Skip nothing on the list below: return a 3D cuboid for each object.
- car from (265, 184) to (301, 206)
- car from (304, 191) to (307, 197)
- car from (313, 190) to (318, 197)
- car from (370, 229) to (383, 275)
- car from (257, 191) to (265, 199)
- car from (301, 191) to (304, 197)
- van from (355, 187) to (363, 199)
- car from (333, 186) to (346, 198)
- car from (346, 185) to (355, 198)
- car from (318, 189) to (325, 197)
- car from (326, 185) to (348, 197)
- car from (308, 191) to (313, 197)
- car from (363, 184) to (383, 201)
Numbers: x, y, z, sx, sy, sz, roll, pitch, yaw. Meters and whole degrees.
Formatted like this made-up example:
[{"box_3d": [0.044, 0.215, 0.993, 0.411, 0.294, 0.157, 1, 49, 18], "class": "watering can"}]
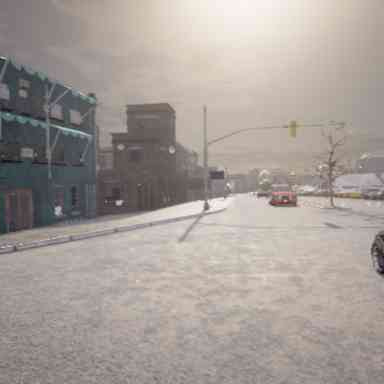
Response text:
[{"box_3d": [8.393, 0.319, 31.222, 2.150, 2.045, 5.566, -1, 2, 8], "class": "car"}, {"box_3d": [28.821, 0.266, 75.730, 5.008, 1.535, 2.097, 0, -1, -12], "class": "car"}, {"box_3d": [27.597, 0.066, 66.897, 4.553, 1.767, 2.185, 0, 0, -12], "class": "car"}, {"box_3d": [4.763, 1.143, 5.697, 1.994, 1.385, 4.181, -2, 3, 8], "class": "car"}, {"box_3d": [11.886, 0.398, 55.794, 1.895, 1.301, 4.718, -1, 0, 8], "class": "car"}, {"box_3d": [30.936, 0.510, 90.449, 5.008, 1.535, 2.097, 1, -1, -12], "class": "car"}, {"box_3d": [24.090, 0.011, 43.283, 4.442, 1.987, 1.878, 0, 1, -12], "class": "van"}, {"box_3d": [25.468, 0.185, 52.156, 5.008, 1.535, 2.097, 0, 1, -12], "class": "car"}, {"box_3d": [24.803, 0.215, 46.305, 5.366, 1.575, 1.946, 0, 0, -12], "class": "car"}, {"box_3d": [26.698, -0.081, 60.987, 5.566, 2.045, 2.435, 0, 0, -12], "class": "car"}, {"box_3d": [25.910, -0.078, 55.114, 5.566, 2.045, 2.435, 0, 0, -12], "class": "car"}, {"box_3d": [27.806, 0.205, 69.792, 5.366, 1.575, 1.946, 0, 0, -12], "class": "car"}, {"box_3d": [23.813, 0.129, 40.368, 4.553, 1.767, 2.185, 0, 1, -12], "class": "car"}]
